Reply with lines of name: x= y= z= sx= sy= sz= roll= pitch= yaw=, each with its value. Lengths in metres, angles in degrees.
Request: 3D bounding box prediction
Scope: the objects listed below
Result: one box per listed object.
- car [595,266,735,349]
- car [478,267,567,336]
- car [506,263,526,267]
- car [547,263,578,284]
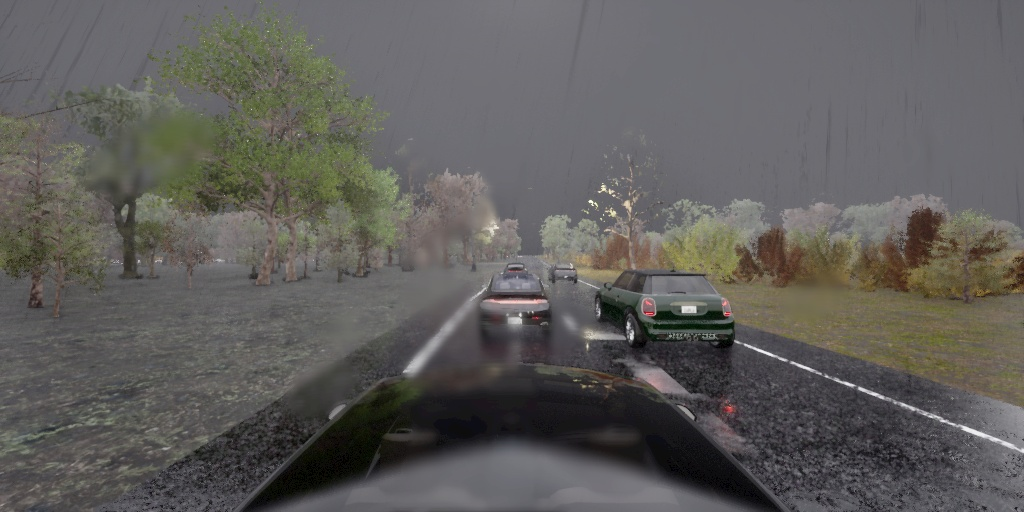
car: x=3.598 y=1.103 z=9.359 sx=2.097 sy=1.767 sz=4.553 roll=0 pitch=0 yaw=1
car: x=0.101 y=1.243 z=10.395 sx=2.128 sy=1.511 sz=4.902 roll=0 pitch=0 yaw=0
car: x=0.304 y=1.259 z=27.608 sx=1.837 sy=1.490 sz=4.892 roll=0 pitch=0 yaw=1
car: x=3.800 y=1.245 z=27.336 sx=2.128 sy=1.511 sz=4.902 roll=0 pitch=0 yaw=1
